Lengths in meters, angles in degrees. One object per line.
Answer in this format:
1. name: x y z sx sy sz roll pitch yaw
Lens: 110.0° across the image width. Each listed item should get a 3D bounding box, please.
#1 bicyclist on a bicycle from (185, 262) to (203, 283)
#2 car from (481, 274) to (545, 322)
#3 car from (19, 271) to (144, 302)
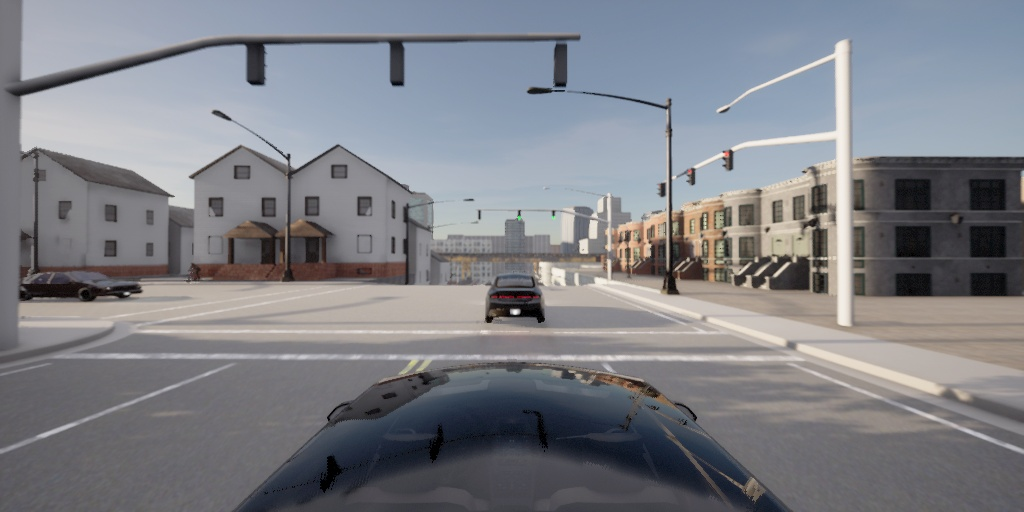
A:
1. bicyclist on a bicycle: -25.264 1.305 28.523 0.582 1.620 1.656 0 0 0
2. car: 0.098 1.361 12.798 1.837 1.490 4.892 0 0 0
3. car: -21.443 1.446 17.521 5.357 1.411 2.033 0 -1 0
